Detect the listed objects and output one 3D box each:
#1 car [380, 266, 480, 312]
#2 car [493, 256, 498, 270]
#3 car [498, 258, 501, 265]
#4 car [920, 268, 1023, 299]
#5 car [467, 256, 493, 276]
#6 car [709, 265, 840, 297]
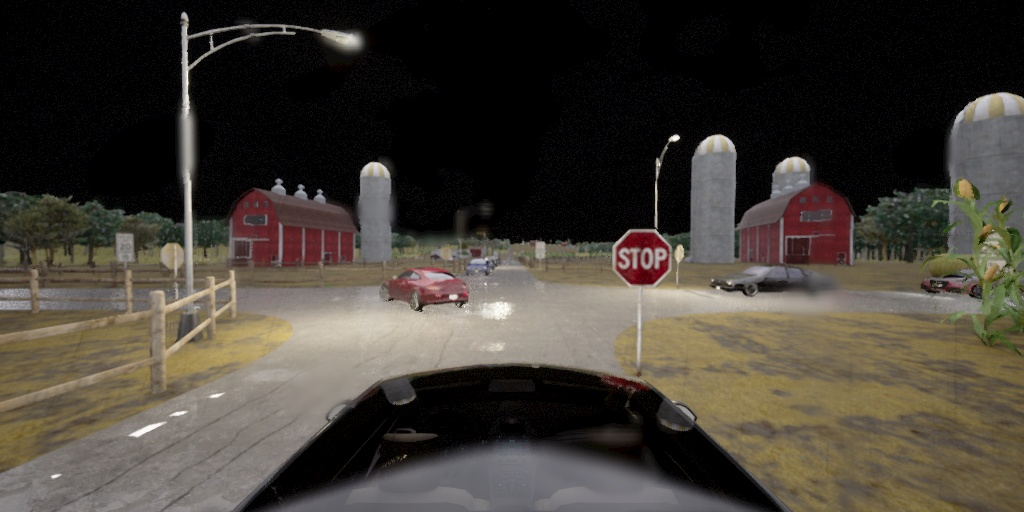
[{"bbox_3d":[-3.392,1.154,13.649,1.812,1.442,4.674,1,0,-39],"label":"car"},{"bbox_3d":[-2.934,0.882,40.564,1.994,1.385,4.181,0,1,0],"label":"car"},{"bbox_3d":[-2.947,0.749,50.266,1.837,1.490,4.892,0,0,0],"label":"car"},{"bbox_3d":[22.581,1.262,17.288,4.181,1.385,1.994,1,2,0],"label":"car"},{"bbox_3d":[-2.917,0.934,31.537,1.812,1.442,4.674,0,1,0],"label":"car"},{"bbox_3d":[12.540,1.153,17.260,5.357,1.411,2.033,0,2,-2],"label":"car"}]
